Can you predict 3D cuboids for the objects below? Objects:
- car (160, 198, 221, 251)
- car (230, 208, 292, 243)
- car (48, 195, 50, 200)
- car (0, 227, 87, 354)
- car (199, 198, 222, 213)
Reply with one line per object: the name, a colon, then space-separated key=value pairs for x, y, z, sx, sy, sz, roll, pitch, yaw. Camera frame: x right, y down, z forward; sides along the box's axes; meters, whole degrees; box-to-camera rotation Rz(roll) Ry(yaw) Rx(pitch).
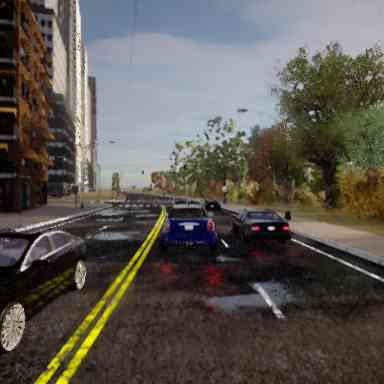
car: x=-0.167 y=1.289 z=14.053 sx=2.097 sy=1.767 sz=4.553 roll=0 pitch=0 yaw=-2
car: x=3.047 y=1.474 z=15.633 sx=2.033 sy=1.411 sz=5.357 roll=0 pitch=0 yaw=-2
car: x=-27.867 y=0.808 z=59.972 sx=4.097 sy=1.590 sz=1.967 roll=1 pitch=-1 yaw=-14
car: x=-3.402 y=1.469 z=6.116 sx=2.128 sy=1.511 sz=4.902 roll=0 pitch=0 yaw=-1
car: x=1.929 y=1.391 z=35.924 sx=1.994 sy=1.385 sz=4.181 roll=0 pitch=0 yaw=-4
